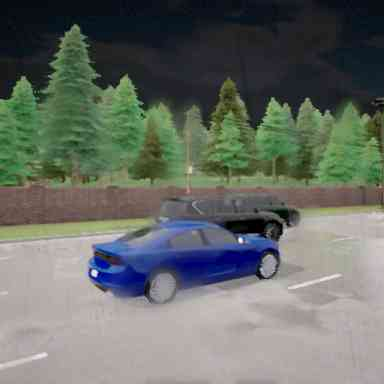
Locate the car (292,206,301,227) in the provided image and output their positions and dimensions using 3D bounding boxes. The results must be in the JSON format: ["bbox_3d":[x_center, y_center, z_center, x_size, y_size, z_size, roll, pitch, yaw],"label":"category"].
[{"bbox_3d":[3.943,1.134,19.459,5.566,2.045,2.150,0,0,-36],"label":"car"}]

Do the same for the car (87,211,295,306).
[{"bbox_3d":[0.059,1.449,8.089,5.008,1.535,1.882,-1,0,-36],"label":"car"}]

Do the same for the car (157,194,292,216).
[{"bbox_3d":[1.186,1.171,13.193,5.566,2.045,2.150,-1,0,-36],"label":"car"}]
